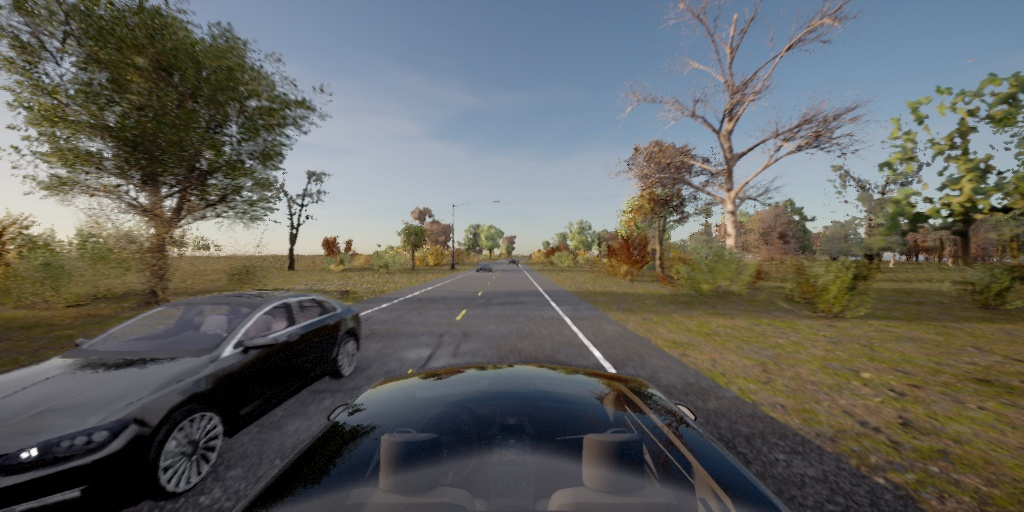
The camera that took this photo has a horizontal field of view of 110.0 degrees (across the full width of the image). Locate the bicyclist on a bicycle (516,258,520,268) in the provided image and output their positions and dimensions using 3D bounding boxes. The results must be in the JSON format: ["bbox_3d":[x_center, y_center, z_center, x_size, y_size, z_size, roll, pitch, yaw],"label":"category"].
[{"bbox_3d":[0.964,1.323,57.372,0.582,1.620,1.656,0,-1,0],"label":"bicyclist on a bicycle"}]

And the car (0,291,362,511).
[{"bbox_3d":[-3.598,1.250,4.520,2.128,1.511,4.902,0,0,0],"label":"car"}]

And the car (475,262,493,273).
[{"bbox_3d":[-3.560,1.417,46.160,1.994,1.385,4.181,0,0,0],"label":"car"}]
